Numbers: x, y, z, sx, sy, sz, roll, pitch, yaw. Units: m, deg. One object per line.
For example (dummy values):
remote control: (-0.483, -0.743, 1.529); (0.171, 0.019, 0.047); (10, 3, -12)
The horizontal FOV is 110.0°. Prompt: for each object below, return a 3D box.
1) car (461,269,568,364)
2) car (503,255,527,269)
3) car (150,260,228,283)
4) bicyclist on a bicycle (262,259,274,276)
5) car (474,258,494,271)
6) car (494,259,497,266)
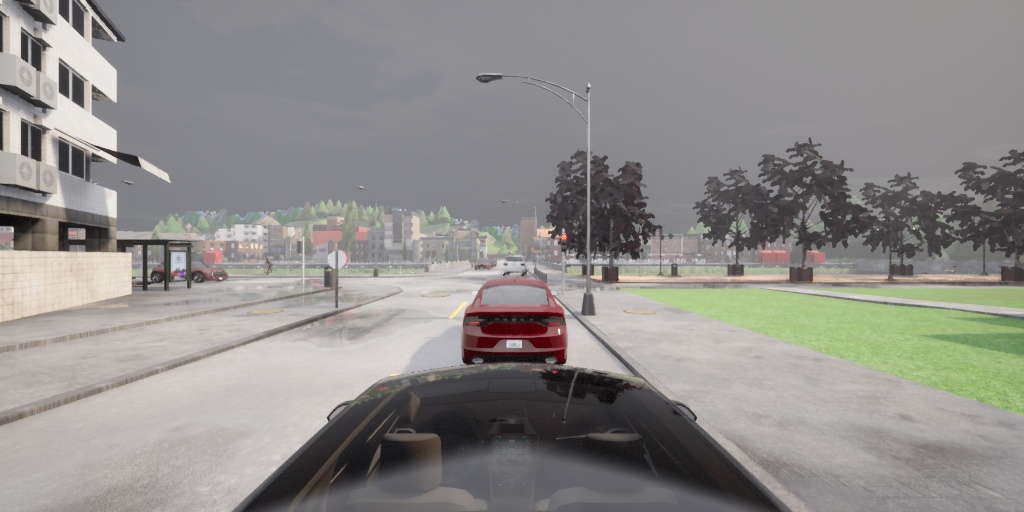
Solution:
car: (0.057, 1.228, 8.091); (1.882, 1.535, 5.008); (0, 0, 0)
car: (0.340, 0.971, 36.643); (2.150, 2.045, 5.566); (1, 0, 3)
car: (-24.076, 1.102, 26.899); (4.553, 1.767, 2.097); (0, 0, 0)
bicyclist on a bicycle: (-24.002, 1.099, 35.296); (0.582, 1.620, 1.656); (0, 0, 0)
car: (-4.061, 1.102, 50.292); (2.097, 1.767, 4.553); (0, 0, 0)
car: (-4.040, 1.241, 59.536); (2.128, 1.511, 4.902); (0, 0, 0)
